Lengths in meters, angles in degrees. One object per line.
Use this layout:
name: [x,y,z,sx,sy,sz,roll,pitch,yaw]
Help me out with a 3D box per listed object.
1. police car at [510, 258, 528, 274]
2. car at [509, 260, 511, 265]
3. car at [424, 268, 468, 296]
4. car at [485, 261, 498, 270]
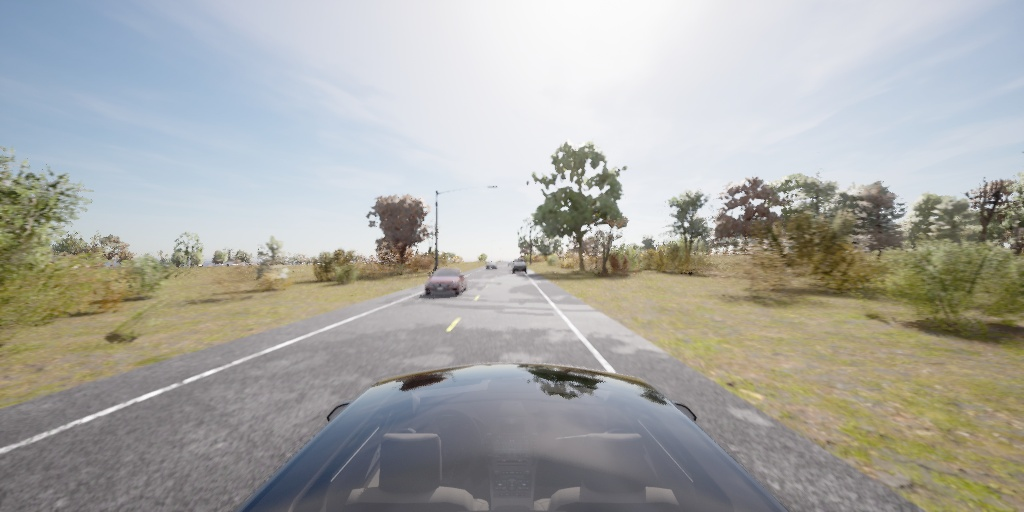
police car: [1.041,1.463,47.630,1.930,1.638,5.238,0,0,0]
car: [1.040,1.323,57.553,2.150,2.045,5.566,0,0,0]
car: [-3.599,1.394,20.295,1.812,1.442,4.674,0,0,0]
car: [-3.532,1.621,62.345,2.128,1.511,4.902,0,0,1]
